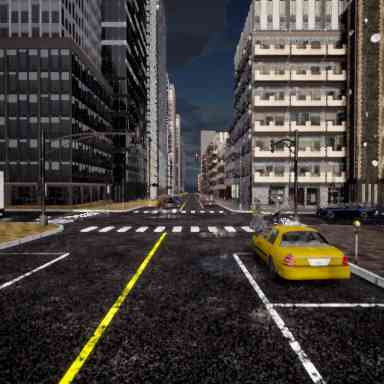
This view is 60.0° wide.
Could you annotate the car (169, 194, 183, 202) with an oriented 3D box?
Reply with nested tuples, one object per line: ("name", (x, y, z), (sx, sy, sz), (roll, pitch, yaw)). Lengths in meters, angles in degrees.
("car", (-2.971, 1.512, 57.739), (1.812, 1.442, 4.674), (0, 1, 0))

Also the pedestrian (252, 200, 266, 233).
("pedestrian", (3.572, 1.288, 17.850), (0.375, 1.860, 0.375), (-1, 1, 0))

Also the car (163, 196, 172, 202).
("car", (-5.558, 1.564, 75.771), (1.802, 1.307, 4.206), (-1, 0, 0))

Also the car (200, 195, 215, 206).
("car", (2.778, 1.536, 53.138), (2.008, 1.369, 4.403), (-1, 0, 0))

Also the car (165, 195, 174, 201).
("car", (-5.548, 1.526, 81.426), (1.887, 1.381, 4.507), (-1, 0, 0))

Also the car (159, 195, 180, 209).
("car", (-3.003, 1.492, 45.865), (1.837, 1.490, 4.892), (0, 0, 0))

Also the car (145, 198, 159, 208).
("car", (-5.613, 1.512, 47.329), (1.752, 1.417, 4.829), (-1, 0, 0))

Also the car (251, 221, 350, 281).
("car", (2.825, 1.522, 9.698), (1.752, 1.417, 4.829), (-1, 0, 0))

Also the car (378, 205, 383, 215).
("car", (16.376, 1.622, 32.636), (4.403, 1.369, 2.008), (0, 1, 1))

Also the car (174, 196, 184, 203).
("car", (-2.861, 1.518, 72.871), (2.033, 1.411, 5.357), (0, 0, 0))

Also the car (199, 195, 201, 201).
("car", (2.841, 1.420, 87.065), (1.967, 1.590, 4.097), (-1, 0, 0))

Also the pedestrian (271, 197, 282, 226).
("pedestrian", (4.710, 1.135, 18.445), (0.375, 1.860, 0.375), (-1, 1, 0))

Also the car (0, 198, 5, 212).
("car", (-21.598, 1.274, 33.205), (4.829, 1.417, 1.752), (0, 0, 1))

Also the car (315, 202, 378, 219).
("car", (13.731, 1.694, 30.063), (4.718, 1.301, 1.895), (0, 1, 0))

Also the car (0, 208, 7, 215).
("car", (-18.277, 1.421, 27.392), (5.357, 1.411, 2.033), (0, 1, 1))

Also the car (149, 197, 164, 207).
("car", (-5.601, 1.551, 53.153), (1.947, 1.339, 4.313), (-1, 0, 0))

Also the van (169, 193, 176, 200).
("van", (-5.529, 1.320, 92.736), (1.690, 1.788, 3.998), (-1, 0, 0))

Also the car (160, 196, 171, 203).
("car", (-5.569, 1.527, 70.117), (1.887, 1.381, 4.507), (-1, 0, 0))
